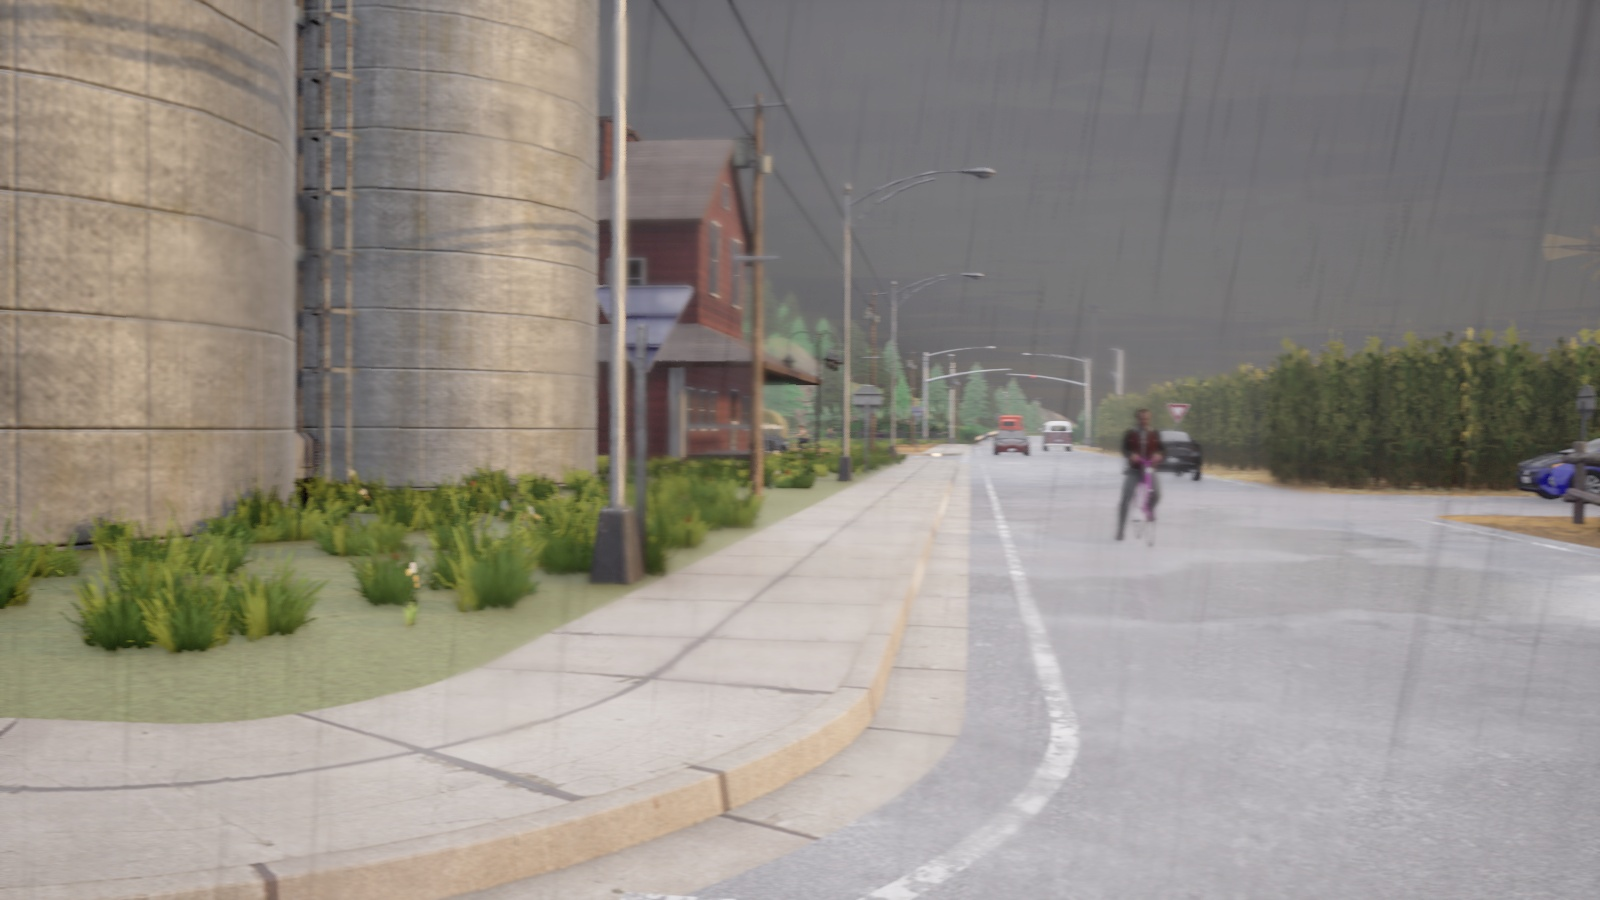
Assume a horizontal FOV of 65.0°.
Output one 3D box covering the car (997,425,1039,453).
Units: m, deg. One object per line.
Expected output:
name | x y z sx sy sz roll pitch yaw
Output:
car | 12.220 -0.650 70.629 2.163 1.488 4.792 -1 1 8

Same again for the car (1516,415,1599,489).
car | 18.086 0.002 26.741 4.514 1.525 2.007 -1 1 8

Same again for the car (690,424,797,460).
car | -2.679 -0.399 60.467 4.856 1.649 2.033 -1 1 7

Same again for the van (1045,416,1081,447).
van | 17.726 -1.235 84.681 2.069 2.038 4.480 -1 1 8

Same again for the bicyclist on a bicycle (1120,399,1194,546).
bicyclist on a bicycle | 4.577 0.263 16.214 0.659 1.776 1.843 -1 1 8

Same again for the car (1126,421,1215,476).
car | 11.212 -0.092 38.286 1.882 1.535 5.008 -1 1 8
